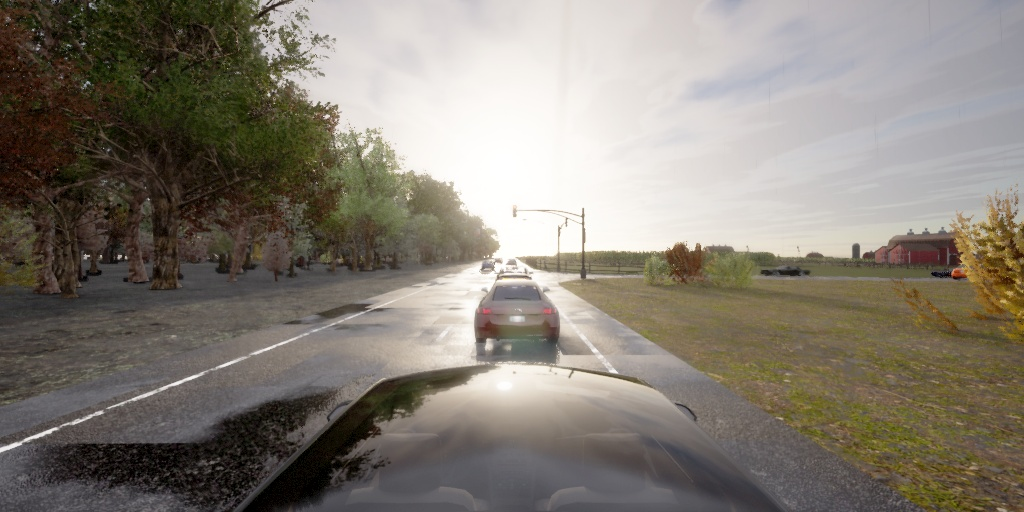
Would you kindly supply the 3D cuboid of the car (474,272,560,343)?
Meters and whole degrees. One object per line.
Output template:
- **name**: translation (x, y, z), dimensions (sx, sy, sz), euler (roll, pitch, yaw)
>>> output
- **car**: translation (0.100, 1.316, 9.675), dimensions (1.994, 1.385, 4.181), euler (0, 0, 0)

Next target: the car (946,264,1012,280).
- **car**: translation (48.889, 1.633, 37.213), dimensions (4.553, 1.767, 2.097), euler (1, -1, 0)

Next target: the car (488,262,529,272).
- **car**: translation (0.094, 1.245, 18.573), dimensions (2.128, 1.511, 4.902), euler (0, 0, 0)

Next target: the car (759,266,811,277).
- **car**: translation (31.021, 1.747, 40.881), dimensions (4.718, 1.301, 1.895), euler (1, -1, 0)

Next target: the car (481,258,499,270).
- **car**: translation (-3.422, 1.303, 51.843), dimensions (2.033, 1.411, 5.357), euler (0, 0, 0)

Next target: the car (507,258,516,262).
- **car**: translation (-0.024, 1.302, 60.114), dimensions (2.033, 1.411, 5.357), euler (0, 0, 1)

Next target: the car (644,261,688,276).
- **car**: translation (17.546, 1.351, 40.978), dimensions (4.553, 1.767, 2.097), euler (1, -1, 1)
